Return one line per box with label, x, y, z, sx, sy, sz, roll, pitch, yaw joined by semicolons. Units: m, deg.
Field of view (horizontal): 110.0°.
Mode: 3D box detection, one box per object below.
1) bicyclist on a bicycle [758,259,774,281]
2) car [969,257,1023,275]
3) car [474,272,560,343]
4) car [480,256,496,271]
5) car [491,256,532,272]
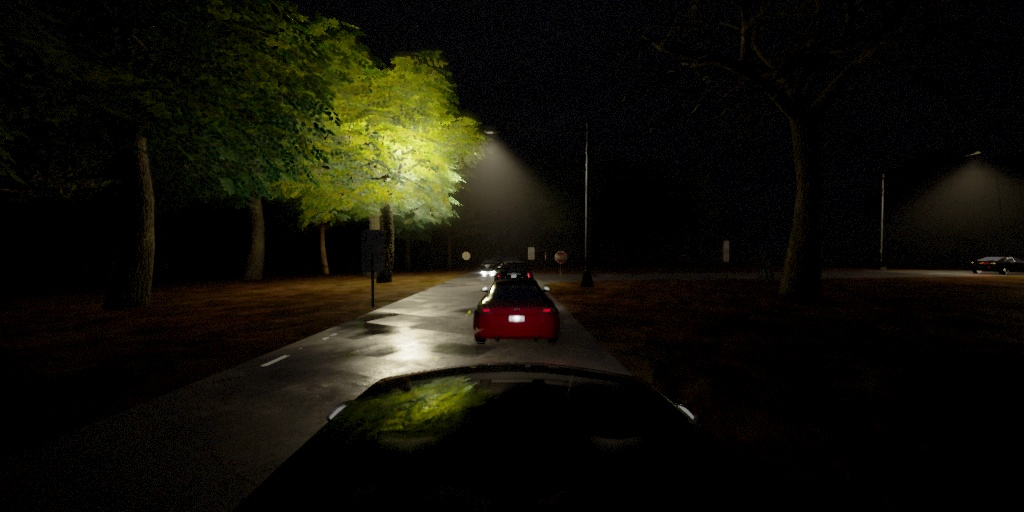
bicyclist on a bicycle;18.568;1.009;26.253;0.582;1.620;1.656;-1;0;0
car;42.491;0.815;30.979;4.902;1.511;2.128;0;1;-7
car;0.102;1.305;9.676;1.994;1.385;4.181;0;0;0
car;-3.040;1.106;46.985;2.128;1.511;4.902;1;0;0
car;0.104;1.069;20.932;2.097;1.767;4.553;0;0;0
